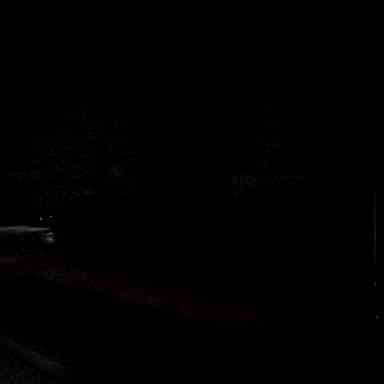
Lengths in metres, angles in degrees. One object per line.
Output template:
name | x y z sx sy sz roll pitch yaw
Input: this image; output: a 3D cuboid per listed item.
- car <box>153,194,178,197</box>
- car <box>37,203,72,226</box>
car | -2.839 1.267 32.111 2.150 2.045 5.566 0 0 37
car | -8.631 1.550 23.971 1.837 1.490 4.892 0 0 35
